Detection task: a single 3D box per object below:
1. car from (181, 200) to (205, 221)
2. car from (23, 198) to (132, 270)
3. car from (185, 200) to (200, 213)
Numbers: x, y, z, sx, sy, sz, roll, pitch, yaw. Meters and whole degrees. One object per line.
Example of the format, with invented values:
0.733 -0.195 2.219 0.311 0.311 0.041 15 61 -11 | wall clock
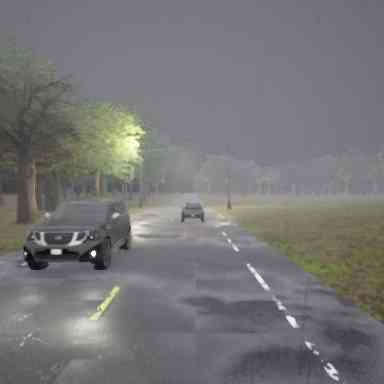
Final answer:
0.069 1.634 28.112 2.128 1.511 4.902 0 -1 0 | car
-3.519 1.235 11.440 2.150 2.045 5.566 0 -1 0 | car
0.074 1.855 44.546 1.882 1.535 5.008 0 -1 0 | car
